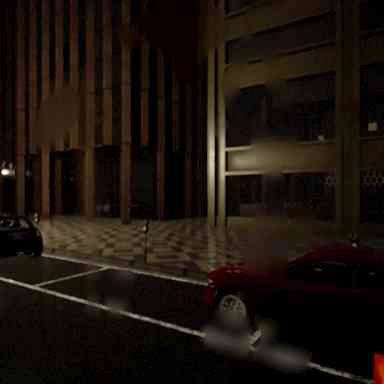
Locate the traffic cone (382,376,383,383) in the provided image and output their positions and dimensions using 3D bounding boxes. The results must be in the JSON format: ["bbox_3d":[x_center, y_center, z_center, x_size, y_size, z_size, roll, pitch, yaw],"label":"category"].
[{"bbox_3d":[1.876,1.959,3.174,0.340,0.580,0.340,0,0,34],"label":"traffic cone"}]

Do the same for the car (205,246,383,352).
[{"bbox_3d":[2.323,1.552,5.330,4.507,1.381,1.887,0,0,34],"label":"car"}]

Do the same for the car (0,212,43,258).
[{"bbox_3d":[-7.115,1.463,11.642,4.097,1.590,1.967,0,0,34],"label":"car"}]
